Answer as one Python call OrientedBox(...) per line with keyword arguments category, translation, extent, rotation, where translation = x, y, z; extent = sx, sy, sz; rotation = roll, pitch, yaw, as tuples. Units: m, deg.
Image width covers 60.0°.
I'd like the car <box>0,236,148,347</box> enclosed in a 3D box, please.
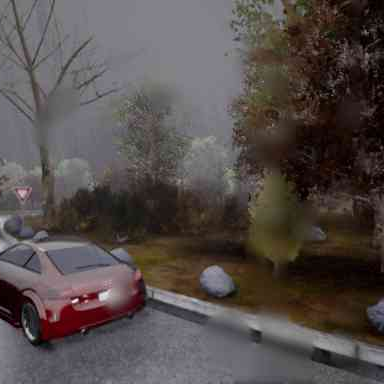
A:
OrientedBox(category="car", translation=(-2.784, 1.567, 6.472), extent=(4.181, 1.385, 1.994), rotation=(0, 0, 42))
